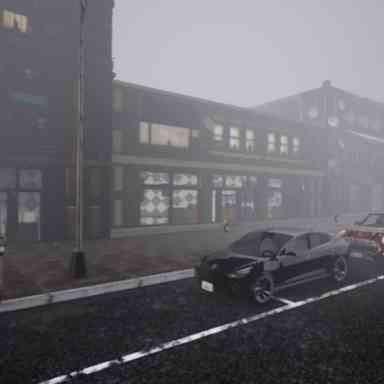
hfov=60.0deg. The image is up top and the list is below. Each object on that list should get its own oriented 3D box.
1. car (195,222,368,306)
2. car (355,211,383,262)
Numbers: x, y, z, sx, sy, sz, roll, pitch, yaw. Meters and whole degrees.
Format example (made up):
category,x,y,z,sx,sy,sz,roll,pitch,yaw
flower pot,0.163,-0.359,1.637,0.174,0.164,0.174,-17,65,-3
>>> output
category,x,y,z,sx,sy,sz,roll,pitch,yaw
car,2.092,1.540,8.039,4.313,1.339,1.947,0,1,-35
car,6.687,1.390,11.315,4.097,1.590,1.967,0,1,-35
